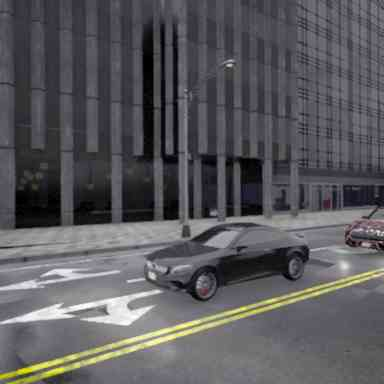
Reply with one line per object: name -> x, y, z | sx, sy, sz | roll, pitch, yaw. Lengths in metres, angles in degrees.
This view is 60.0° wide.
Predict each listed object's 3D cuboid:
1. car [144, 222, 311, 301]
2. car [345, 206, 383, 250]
car -> 1.076, 1.538, 8.458 | 4.674, 1.442, 1.812 | 0, 0, -34
car -> 8.255, 1.353, 13.570 | 4.553, 1.767, 2.097 | 0, 0, -36
